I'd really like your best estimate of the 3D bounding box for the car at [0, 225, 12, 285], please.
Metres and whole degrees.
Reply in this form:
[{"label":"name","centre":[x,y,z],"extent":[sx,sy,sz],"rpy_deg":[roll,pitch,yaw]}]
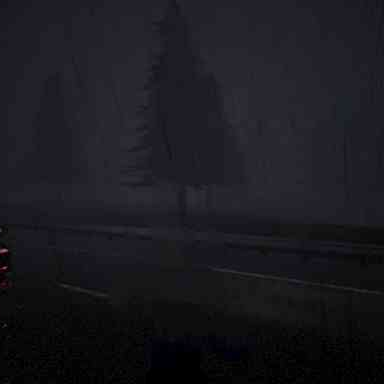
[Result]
[{"label":"car","centre":[-6.376,1.530,8.101],"extent":[4.902,1.511,2.128],"rpy_deg":[0,0,33]}]
